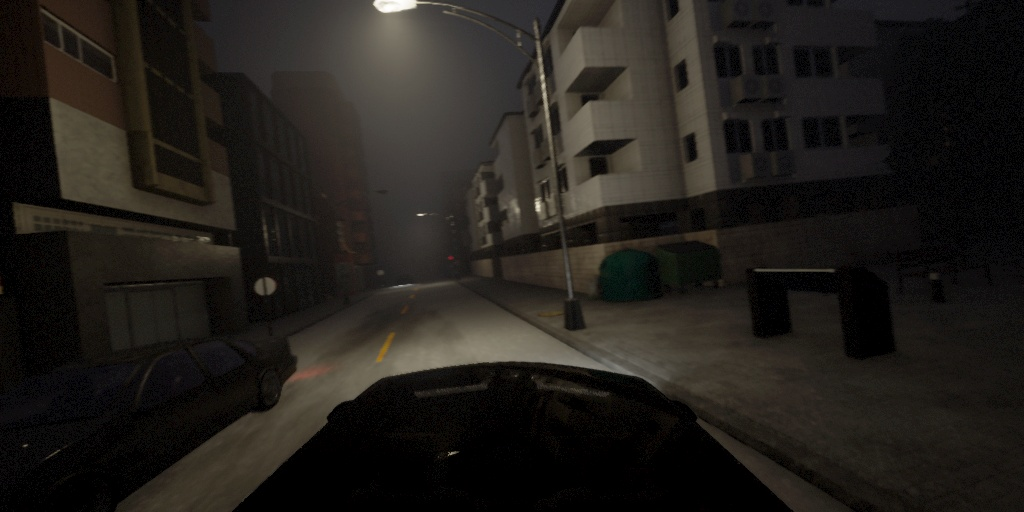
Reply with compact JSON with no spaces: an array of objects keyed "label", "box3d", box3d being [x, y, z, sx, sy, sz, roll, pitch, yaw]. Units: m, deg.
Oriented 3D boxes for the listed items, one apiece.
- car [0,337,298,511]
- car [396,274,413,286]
[{"label":"car","box3d":[-4.656,1.878,4.400,2.033,1.411,5.357,-7,0,-8]},{"label":"car","box3d":[-14.661,3.214,49.135,1.994,1.385,4.181,-7,0,-13]}]
